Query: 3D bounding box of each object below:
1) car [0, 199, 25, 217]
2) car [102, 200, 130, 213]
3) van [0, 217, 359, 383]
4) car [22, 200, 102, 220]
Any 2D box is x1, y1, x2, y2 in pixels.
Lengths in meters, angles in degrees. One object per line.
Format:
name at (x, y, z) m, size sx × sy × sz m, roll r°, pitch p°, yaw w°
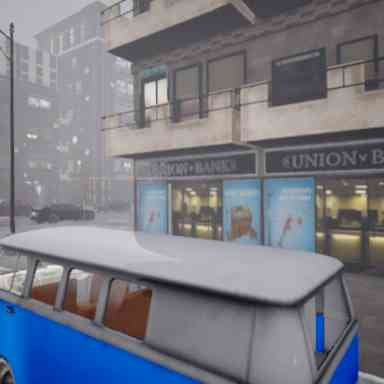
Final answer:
car at (-15.379, 1.335, 27.387) m, size 1.967 × 1.590 × 4.097 m, roll -1°, pitch -1°, yaw 36°
car at (-8.699, 1.526, 36.470) m, size 1.947 × 1.339 × 4.313 m, roll -1°, pitch -1°, yaw 36°
van at (-0.535, 1.321, 3.243) m, size 3.998 × 1.788 × 1.690 m, roll 1°, pitch -1°, yaw 36°
car at (-8.629, 1.391, 22.418) m, size 1.947 × 1.339 × 4.313 m, roll -1°, pitch -1°, yaw 36°
